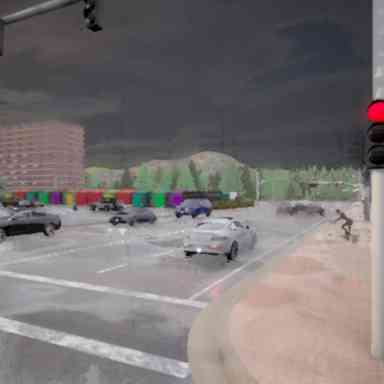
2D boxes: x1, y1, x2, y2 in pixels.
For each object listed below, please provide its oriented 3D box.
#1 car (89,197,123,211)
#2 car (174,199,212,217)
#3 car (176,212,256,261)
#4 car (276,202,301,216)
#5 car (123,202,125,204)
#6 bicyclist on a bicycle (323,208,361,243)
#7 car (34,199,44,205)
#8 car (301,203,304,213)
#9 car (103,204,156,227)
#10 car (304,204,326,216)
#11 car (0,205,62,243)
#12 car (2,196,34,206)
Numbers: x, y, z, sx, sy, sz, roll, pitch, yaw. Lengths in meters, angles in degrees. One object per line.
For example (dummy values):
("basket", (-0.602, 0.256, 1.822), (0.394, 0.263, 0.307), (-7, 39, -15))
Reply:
("car", (-11.675, 1.647, 44.419), (3.866, 1.878, 1.905), (0, -1, 25))
("car", (0.248, 1.726, 35.371), (2.150, 2.045, 5.566), (0, -1, 27))
("car", (1.195, 1.731, 13.209), (1.812, 1.442, 4.674), (0, -1, 24))
("car", (12.499, 2.115, 43.565), (2.097, 1.767, 4.553), (0, -1, 27))
("car", (-10.421, 1.938, 47.023), (3.806, 1.475, 1.970), (0, -1, 25))
("bicyclist on a bicycle", (7.106, 1.615, 15.834), (1.656, 1.620, 0.582), (0, -1, 27))
("car", (-26.189, 1.826, 54.535), (3.905, 1.438, 1.784), (0, -1, 25))
("car", (16.942, 2.442, 52.287), (1.837, 1.490, 4.892), (0, -1, 27))
("car", (-4.554, 1.880, 25.948), (1.994, 1.385, 4.181), (0, -1, 27))
("car", (15.940, 2.297, 42.611), (1.837, 1.490, 4.892), (0, 0, 27))
("car", (-9.005, 1.631, 17.038), (2.128, 1.511, 4.902), (0, -1, 26))
("car", (-27.493, 1.564, 51.952), (4.605, 1.855, 1.932), (0, -1, 25))
